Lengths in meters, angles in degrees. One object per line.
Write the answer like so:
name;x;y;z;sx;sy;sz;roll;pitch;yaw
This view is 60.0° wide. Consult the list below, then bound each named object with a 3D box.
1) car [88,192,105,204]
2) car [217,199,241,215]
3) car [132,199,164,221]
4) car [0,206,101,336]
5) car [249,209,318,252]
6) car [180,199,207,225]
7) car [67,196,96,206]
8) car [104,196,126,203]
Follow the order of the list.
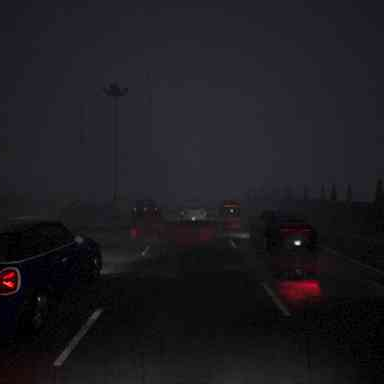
car;-17.447;1.084;60.522;2.150;2.045;5.566;0;0;2
car;3.597;1.439;32.508;1.837;1.490;4.892;0;0;0
car;-3.402;1.298;26.499;2.097;1.767;4.553;0;0;0
car;-3.400;1.338;6.818;2.097;1.767;4.553;0;0;0
car;3.599;1.477;13.763;1.837;1.490;4.892;0;0;0
car;0.098;1.478;23.472;1.812;1.442;4.674;0;0;0
car;-14.070;1.516;41.845;1.895;1.301;4.718;0;0;0
car;-10.552;1.506;47.089;1.895;1.301;4.718;0;0;1
